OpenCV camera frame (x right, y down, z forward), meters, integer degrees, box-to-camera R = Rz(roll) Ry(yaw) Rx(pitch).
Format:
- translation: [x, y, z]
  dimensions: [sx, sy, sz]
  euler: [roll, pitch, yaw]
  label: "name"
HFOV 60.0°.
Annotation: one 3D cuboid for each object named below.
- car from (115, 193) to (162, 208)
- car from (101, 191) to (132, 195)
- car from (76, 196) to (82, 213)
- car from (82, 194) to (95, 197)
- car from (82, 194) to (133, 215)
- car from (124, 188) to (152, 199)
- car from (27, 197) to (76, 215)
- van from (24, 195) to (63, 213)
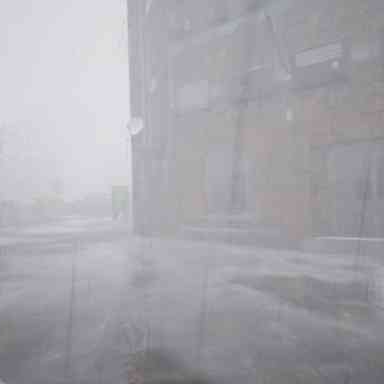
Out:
- translation: [-6.496, 1.063, 40.511]
  dimensions: [5.366, 1.575, 1.946]
  euler: [-2, 2, 24]
  label: "car"
- translation: [-7.534, 1.095, 37.751]
  dimensions: [4.553, 1.767, 2.185]
  euler: [-2, 2, 24]
  label: "car"
- translation: [-17.851, 1.576, 44.846]
  dimensions: [4.892, 1.521, 2.231]
  euler: [-2, 2, 24]
  label: "car"
- translation: [-16.733, 1.459, 47.400]
  dimensions: [4.674, 1.452, 2.002]
  euler: [-2, 2, 24]
  label: "car"
- translation: [-8.623, 1.354, 35.149]
  dimensions: [5.008, 1.535, 2.097]
  euler: [-2, 2, 24]
  label: "car"
- translation: [-10.140, 0.362, 62.638]
  dimensions: [4.553, 1.767, 2.185]
  euler: [-2, 2, 24]
  label: "car"
- translation: [-14.339, 1.556, 33.324]
  dimensions: [2.097, 1.767, 4.553]
  euler: [-2, 1, 22]
  label: "car"
- translation: [-18.864, 1.496, 42.231]
  dimensions: [4.442, 1.987, 1.878]
  euler: [-2, 2, 24]
  label: "van"
